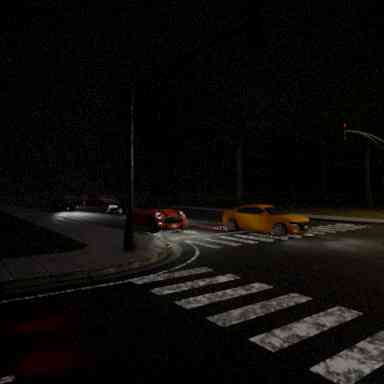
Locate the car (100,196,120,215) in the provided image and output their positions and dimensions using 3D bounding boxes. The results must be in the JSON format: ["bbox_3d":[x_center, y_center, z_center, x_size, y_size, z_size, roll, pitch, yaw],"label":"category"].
[{"bbox_3d":[-6.615,1.384,31.737,2.128,1.511,4.902,0,0,-36],"label":"car"}]

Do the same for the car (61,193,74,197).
[{"bbox_3d":[-19.699,1.312,49.916,1.882,1.535,5.008,0,0,-36],"label":"car"}]

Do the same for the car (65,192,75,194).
[{"bbox_3d":[-21.367,1.037,57.771,2.150,2.045,5.566,0,0,-36],"label":"car"}]

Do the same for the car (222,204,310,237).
[{"bbox_3d":[3.857,1.431,17.978,1.882,1.535,5.008,-1,1,-42],"label":"car"}]

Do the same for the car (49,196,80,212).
[{"bbox_3d":[-14.345,1.473,36.867,1.895,1.301,4.718,0,0,-36],"label":"car"}]

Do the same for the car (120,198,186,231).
[{"bbox_3d":[-2.278,1.293,20.228,2.097,1.767,4.553,0,0,-36],"label":"car"}]

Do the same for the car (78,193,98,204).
[{"bbox_3d":[-18.702,1.162,59.632,2.097,1.767,4.553,0,0,-36],"label":"car"}]

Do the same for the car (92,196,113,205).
[{"bbox_3d":[-14.496,1.348,53.876,1.812,1.442,4.674,0,0,-35],"label":"car"}]

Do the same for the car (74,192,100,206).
[{"bbox_3d":[-15.556,1.185,49.849,2.097,1.767,4.553,0,0,-35],"label":"car"}]
